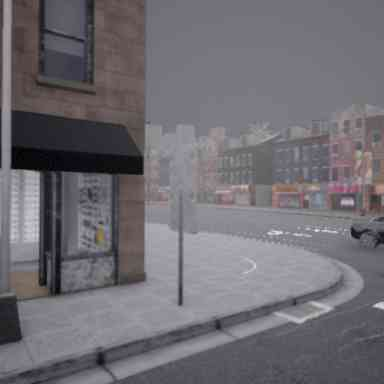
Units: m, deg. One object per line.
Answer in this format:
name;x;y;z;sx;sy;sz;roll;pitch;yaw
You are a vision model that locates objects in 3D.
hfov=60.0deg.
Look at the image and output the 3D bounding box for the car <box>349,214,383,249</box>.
car;8.686;1.571;12.864;2.128;1.511;4.902;1;0;-36
